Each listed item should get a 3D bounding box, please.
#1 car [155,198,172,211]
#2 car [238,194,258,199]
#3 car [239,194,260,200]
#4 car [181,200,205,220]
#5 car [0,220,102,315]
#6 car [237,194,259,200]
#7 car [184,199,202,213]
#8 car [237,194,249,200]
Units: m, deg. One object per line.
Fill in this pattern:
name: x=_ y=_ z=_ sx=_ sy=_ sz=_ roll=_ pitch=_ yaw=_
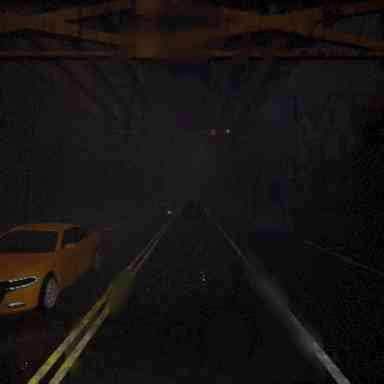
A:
car: x=-3.591 y=1.536 z=42.259 sx=1.882 sy=1.535 sz=5.008 roll=0 pitch=0 yaw=0
car: x=13.648 y=1.054 z=81.262 sx=4.536 sy=1.218 sz=1.853 roll=0 pitch=1 yaw=25
car: x=13.323 y=1.088 z=77.143 sx=4.536 sy=1.218 sz=1.853 roll=0 pitch=1 yaw=-20
car: x=0.105 y=1.559 z=28.948 sx=1.882 sy=1.535 sz=5.008 roll=0 pitch=0 yaw=0
car: x=-3.597 y=1.503 z=7.921 sx=1.882 sy=1.535 sz=5.008 roll=0 pitch=0 yaw=0
car: x=13.601 y=1.211 z=81.285 sx=4.974 sy=1.542 sz=2.038 roll=0 pitch=1 yaw=25
car: x=0.107 y=1.614 z=40.295 sx=2.033 sy=1.411 sz=5.357 roll=0 pitch=0 yaw=0
car: x=13.274 y=1.245 z=77.126 sx=4.974 sy=1.542 sz=2.038 roll=0 pitch=1 yaw=-20
